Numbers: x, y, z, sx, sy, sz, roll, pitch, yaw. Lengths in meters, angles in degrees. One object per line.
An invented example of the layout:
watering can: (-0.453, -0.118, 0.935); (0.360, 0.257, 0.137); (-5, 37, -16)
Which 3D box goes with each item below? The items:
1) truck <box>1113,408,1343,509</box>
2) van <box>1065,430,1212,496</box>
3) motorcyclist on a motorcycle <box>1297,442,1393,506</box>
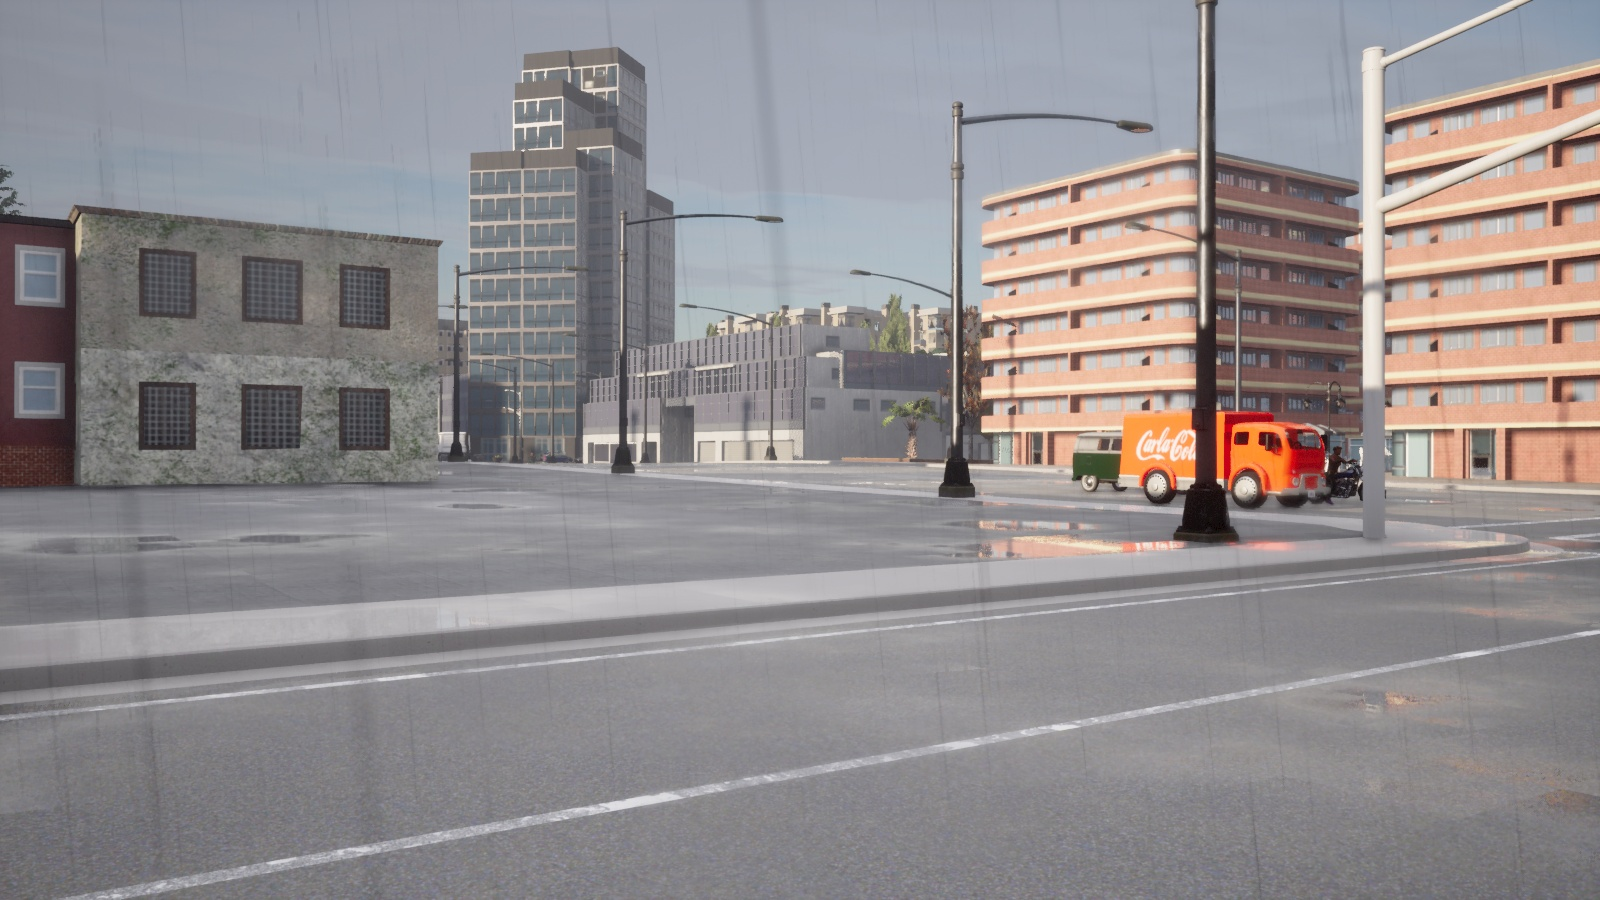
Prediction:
truck: (11.229, 0.181, 33.324); (2.627, 2.467, 5.204); (0, 1, -34)
van: (10.778, 0.355, 40.265); (1.775, 1.987, 4.442); (0, 1, -34)
motorcyclist on a motorcycle: (14.804, 0.625, 34.177); (0.766, 1.649, 2.350); (0, 1, -35)
